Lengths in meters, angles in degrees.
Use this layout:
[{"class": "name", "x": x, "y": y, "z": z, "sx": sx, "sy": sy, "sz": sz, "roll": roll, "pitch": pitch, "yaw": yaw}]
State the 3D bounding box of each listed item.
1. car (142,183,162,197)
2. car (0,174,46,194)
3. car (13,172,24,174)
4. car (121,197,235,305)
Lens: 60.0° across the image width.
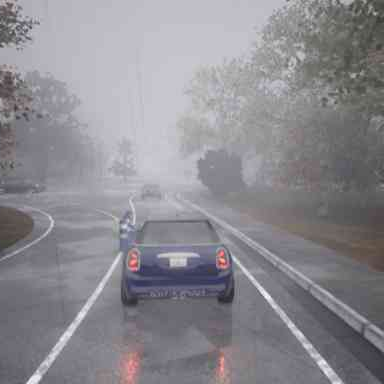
[{"class": "car", "x": -3.920, "y": -0.178, "z": 32.467, "sx": 2.033, "sy": 1.411, "sz": 5.357, "roll": 0, "pitch": 5, "yaw": -6}, {"class": "car", "x": -18.402, "y": -0.727, "z": 36.270, "sx": 4.553, "sy": 1.767, "sz": 2.097, "roll": 0, "pitch": 5, "yaw": -1}, {"class": "car", "x": -34.218, "y": -3.163, "z": 64.977, "sx": 1.895, "sy": 1.301, "sz": 4.718, "roll": 3, "pitch": 6, "yaw": 34}, {"class": "car", "x": -0.375, "y": 1.187, "z": 7.952, "sx": 2.097, "sy": 1.767, "sz": 4.553, "roll": 0, "pitch": 2, "yaw": -4}]
